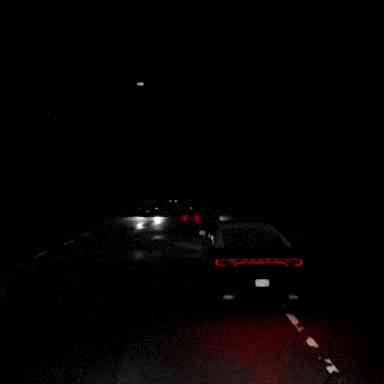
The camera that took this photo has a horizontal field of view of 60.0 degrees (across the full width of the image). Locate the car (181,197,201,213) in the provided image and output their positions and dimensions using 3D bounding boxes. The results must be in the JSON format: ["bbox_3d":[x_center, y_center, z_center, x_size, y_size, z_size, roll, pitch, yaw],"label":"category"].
[{"bbox_3d":[-0.092,1.296,33.648,2.128,1.511,4.902,0,0,0],"label":"car"}]

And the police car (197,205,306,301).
[{"bbox_3d":[1.225,1.366,8.395,1.930,1.638,5.238,0,0,0],"label":"police car"}]

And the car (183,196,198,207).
[{"bbox_3d":[-0.263,1.332,45.900,1.994,1.385,4.181,0,0,0],"label":"car"}]

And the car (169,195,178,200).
[{"bbox_3d":[-4.501,1.318,81.024,2.033,1.411,5.357,0,0,-1],"label":"car"}]

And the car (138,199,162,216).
[{"bbox_3d":[-3.718,1.345,30.020,1.812,1.442,4.674,0,0,-1],"label":"car"}]
